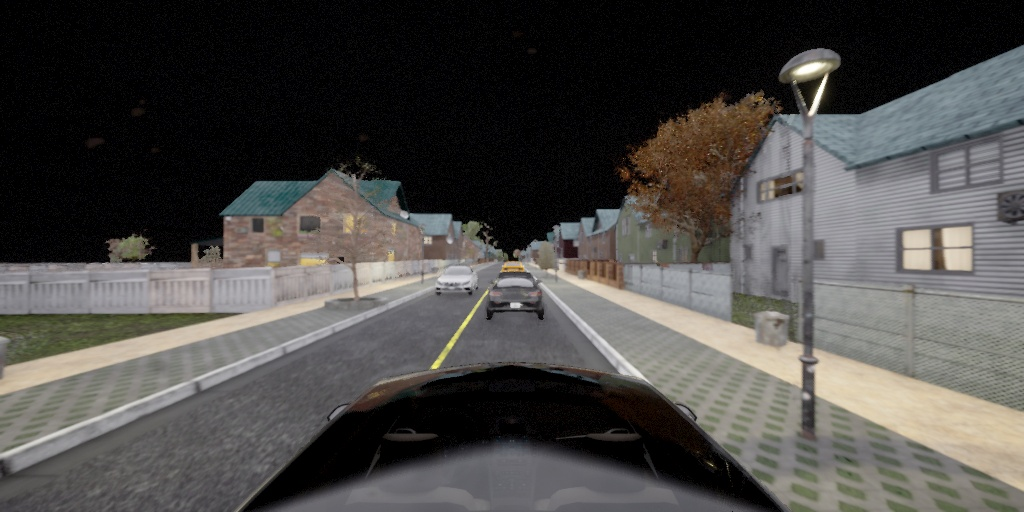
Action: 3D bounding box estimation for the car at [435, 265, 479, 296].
[{"bbox_3d":[-2.841,1.247,19.279,1.812,1.442,4.674,0,0,0],"label":"car"}]

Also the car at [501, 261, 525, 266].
[{"bbox_3d":[0.100,1.195,30.992,1.882,1.535,5.008,0,0,0],"label":"car"}]

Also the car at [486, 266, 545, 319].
[{"bbox_3d":[0.099,1.255,12.630,1.812,1.442,4.674,0,0,0],"label":"car"}]
